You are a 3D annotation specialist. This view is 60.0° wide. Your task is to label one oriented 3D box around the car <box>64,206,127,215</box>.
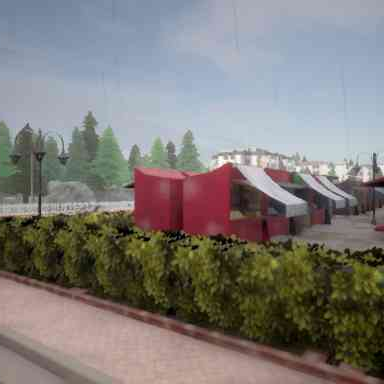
[{"bbox_3d":[-6.241,1.585,22.895,1.895,1.301,4.718,0,0,36],"label":"car"}]
